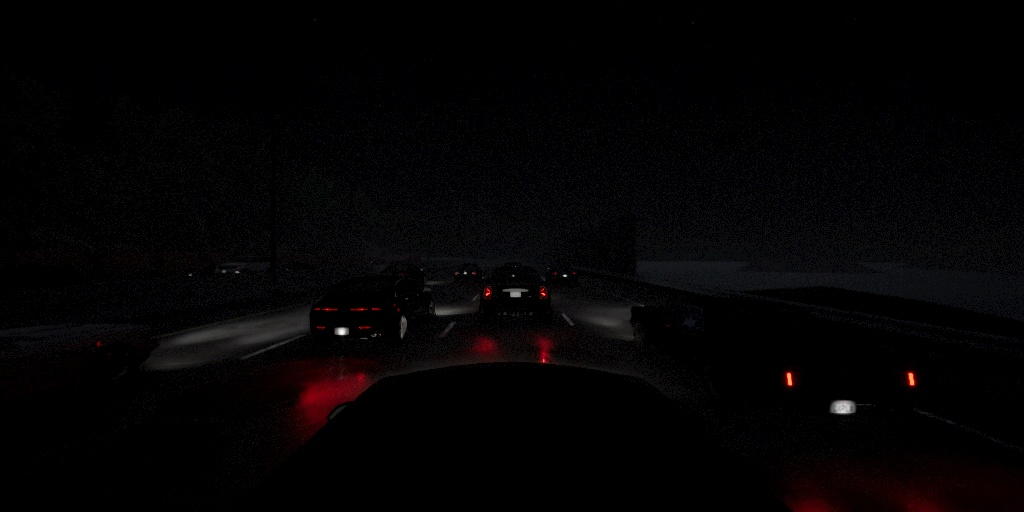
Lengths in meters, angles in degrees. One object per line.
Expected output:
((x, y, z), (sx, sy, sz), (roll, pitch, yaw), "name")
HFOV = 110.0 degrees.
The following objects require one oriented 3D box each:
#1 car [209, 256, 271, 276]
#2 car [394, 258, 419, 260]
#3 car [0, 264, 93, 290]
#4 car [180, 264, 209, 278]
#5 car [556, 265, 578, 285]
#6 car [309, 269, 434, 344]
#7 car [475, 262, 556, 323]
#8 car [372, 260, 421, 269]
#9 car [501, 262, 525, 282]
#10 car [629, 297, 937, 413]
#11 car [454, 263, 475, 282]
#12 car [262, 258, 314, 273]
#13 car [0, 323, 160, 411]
((-24.595, 0.973, 33.379), (2.150, 2.045, 5.566), (0, 0, 0), "car")
((-17.270, 1.351, 58.419), (1.895, 1.301, 4.718), (0, 0, 2), "car")
((-17.601, 1.102, 12.269), (2.097, 1.767, 4.553), (0, 0, 0), "car")
((-28.094, 1.351, 33.539), (1.895, 1.301, 4.718), (0, 0, 0), "car")
((3.599, 1.314, 26.349), (1.994, 1.385, 4.181), (0, 0, 0), "car")
((-3.400, 1.255, 9.579), (1.837, 1.490, 4.892), (0, 0, 0), "car")
((0.100, 1.102, 12.190), (2.097, 1.767, 4.553), (0, 0, 0), "car")
((-6.901, 1.228, 23.022), (1.882, 1.535, 5.008), (0, 0, 0), "car")
((0.097, 1.255, 29.873), (1.837, 1.490, 4.892), (0, 0, 0), "car")
((3.601, 1.351, 6.118), (1.895, 1.301, 4.718), (0, 0, 0), "car")
((-3.400, 1.297, 28.585), (2.033, 1.411, 5.357), (0, 0, 0), "car")
((-21.088, 1.243, 34.526), (2.128, 1.511, 4.902), (0, 0, 0), "car")
((-6.898, 1.351, 3.891), (1.895, 1.301, 4.718), (0, 0, 0), "car")
